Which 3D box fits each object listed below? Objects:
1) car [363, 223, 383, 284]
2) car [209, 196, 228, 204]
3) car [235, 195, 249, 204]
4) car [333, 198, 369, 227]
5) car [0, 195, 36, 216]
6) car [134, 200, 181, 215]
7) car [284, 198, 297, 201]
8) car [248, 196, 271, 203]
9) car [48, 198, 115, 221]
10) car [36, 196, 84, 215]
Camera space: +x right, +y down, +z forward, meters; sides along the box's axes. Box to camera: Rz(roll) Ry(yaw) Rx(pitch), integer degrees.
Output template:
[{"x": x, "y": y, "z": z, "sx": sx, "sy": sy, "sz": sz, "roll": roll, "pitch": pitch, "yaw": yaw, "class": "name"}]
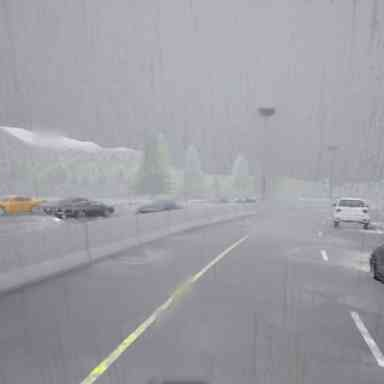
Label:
[{"x": 5.447, "y": 1.692, "z": 7.433, "sx": 1.994, "sy": 1.385, "sz": 4.181, "roll": 2, "pitch": 0, "yaw": 16, "class": "car"}, {"x": 4.923, "y": 1.428, "z": 62.365, "sx": 2.128, "sy": 1.511, "sz": 4.902, "roll": 2, "pitch": 0, "yaw": 35, "class": "car"}, {"x": 9.980, "y": 1.425, "z": 63.354, "sx": 2.097, "sy": 1.767, "sz": 4.553, "roll": 2, "pitch": 0, "yaw": 36, "class": "car"}, {"x": 11.721, "y": 1.469, "z": 24.610, "sx": 2.150, "sy": 2.045, "sz": 5.566, "roll": 2, "pitch": 0, "yaw": 24, "class": "car"}, {"x": -14.246, "y": 0.991, "z": 26.230, "sx": 1.882, "sy": 1.535, "sz": 5.008, "roll": 2, "pitch": 0, "yaw": 21, "class": "car"}, {"x": -2.587, "y": 1.385, "z": 27.293, "sx": 2.033, "sy": 1.411, "sz": 5.357, "roll": 2, "pitch": 0, "yaw": 23, "class": "car"}, {"x": 18.808, "y": 1.873, "z": 63.394, "sx": 1.994, "sy": 1.385, "sz": 4.181, "roll": 2, "pitch": 0, "yaw": 38, "class": "car"}, {"x": 13.018, "y": 1.656, "z": 61.568, "sx": 2.128, "sy": 1.511, "sz": 4.902, "roll": 2, "pitch": 0, "yaw": 37, "class": "car"}, {"x": -7.659, "y": 1.307, "z": 23.958, "sx": 1.895, "sy": 1.301, "sz": 4.718, "roll": 2, "pitch": 0, "yaw": 21, "class": "car"}, {"x": -10.011, "y": 1.133, "z": 27.476, "sx": 1.837, "sy": 1.490, "sz": 4.892, "roll": 1, "pitch": 0, "yaw": 22, "class": "car"}]
